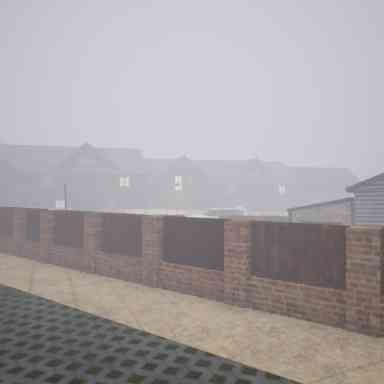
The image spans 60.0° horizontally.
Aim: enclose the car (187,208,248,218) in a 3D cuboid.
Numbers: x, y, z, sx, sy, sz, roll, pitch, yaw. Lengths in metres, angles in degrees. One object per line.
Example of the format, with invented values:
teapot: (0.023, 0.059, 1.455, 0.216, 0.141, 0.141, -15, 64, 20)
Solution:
car: (2.094, 2.303, 27.203, 5.566, 2.045, 2.150, 2, -2, -22)
